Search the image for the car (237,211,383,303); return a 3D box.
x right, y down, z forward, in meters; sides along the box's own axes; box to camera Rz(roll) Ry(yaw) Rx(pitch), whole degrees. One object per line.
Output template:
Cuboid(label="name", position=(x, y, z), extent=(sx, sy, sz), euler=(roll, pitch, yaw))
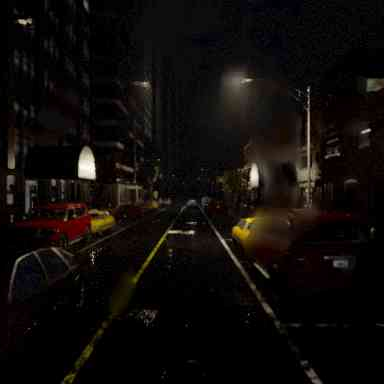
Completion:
Cuboid(label="car", position=(2.673, 1.393, 8.362), extent=(2.192, 1.841, 5.009), euler=(-1, -1, 0))

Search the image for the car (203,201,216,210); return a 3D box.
Cuboid(label="car", position=(2.666, 2.066, 52.634), extent=(1.802, 1.307, 4.206), euler=(-1, -1, 0))

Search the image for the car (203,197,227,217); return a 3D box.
Cuboid(label="car", position=(2.666, 1.647, 36.034), extent=(2.192, 1.841, 5.009), euler=(-1, -1, 0))

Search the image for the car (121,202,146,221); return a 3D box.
Cuboid(label="car", position=(-5.710, 1.825, 30.506), extent=(1.887, 1.381, 4.507), euler=(-1, -1, 0))

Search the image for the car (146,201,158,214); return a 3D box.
Cuboid(label="car", position=(-5.713, 1.906, 41.406), extent=(1.752, 1.417, 4.829), euler=(-1, -1, 0))

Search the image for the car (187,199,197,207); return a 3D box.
Cuboid(label="car", position=(-0.016, 2.096, 64.170), extent=(1.837, 1.490, 4.892), euler=(0, -1, 0))

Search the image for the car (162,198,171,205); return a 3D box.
Cuboid(label="car", position=(-5.723, 2.127, 74.785), extent=(1.967, 1.590, 4.097), euler=(-1, -1, 0))

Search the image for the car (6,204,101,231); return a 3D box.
Cuboid(label="car", position=(-5.708, 1.444, 13.904), extent=(2.192, 1.841, 5.009), euler=(-1, -1, 0))

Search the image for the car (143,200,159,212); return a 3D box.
Cuboid(label="car", position=(-5.714, 1.957, 46.940), extent=(1.752, 1.417, 4.829), euler=(-1, -1, 0))

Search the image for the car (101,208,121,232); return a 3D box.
Cuboid(label="car", position=(-5.707, 1.703, 19.268), extent=(1.752, 1.417, 4.829), euler=(-1, -1, 0))

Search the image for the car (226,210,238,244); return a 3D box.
Cuboid(label="car", position=(2.675, 1.656, 14.065), extent=(1.752, 1.417, 4.829), euler=(-1, -1, 0))

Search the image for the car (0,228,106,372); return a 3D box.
Cuboid(label="car", position=(-3.079, 1.596, 5.118), extent=(2.033, 1.411, 5.357), euler=(0, -1, 1))

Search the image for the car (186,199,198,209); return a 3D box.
Cuboid(label="car", position=(-0.014, 2.043, 53.884), extent=(2.033, 1.411, 5.357), euler=(0, -1, 0))
